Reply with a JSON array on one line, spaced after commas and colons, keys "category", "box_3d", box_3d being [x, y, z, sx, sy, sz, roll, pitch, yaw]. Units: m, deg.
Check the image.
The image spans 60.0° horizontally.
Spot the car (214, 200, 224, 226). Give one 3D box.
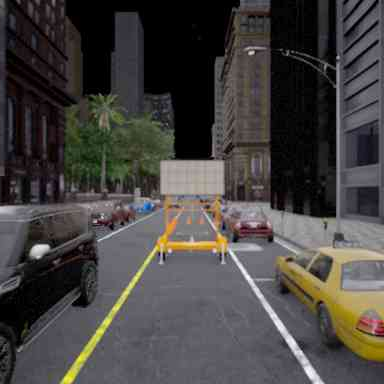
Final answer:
[{"category": "car", "box_3d": [2.782, 1.584, 22.273, 1.967, 1.590, 4.097, 0, 0, 0]}]

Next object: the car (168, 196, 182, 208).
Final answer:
[{"category": "car", "box_3d": [-2.953, 1.867, 54.551, 1.837, 1.490, 4.892, 0, -1, 1]}]

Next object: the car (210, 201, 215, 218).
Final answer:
[{"category": "car", "box_3d": [2.788, 1.725, 27.697, 1.887, 1.381, 4.507, 0, 0, 0]}]

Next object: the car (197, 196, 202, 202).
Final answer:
[{"category": "car", "box_3d": [2.850, 2.092, 81.259, 1.947, 1.339, 4.313, 0, 0, 0]}]

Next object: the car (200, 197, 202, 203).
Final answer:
[{"category": "car", "box_3d": [2.820, 1.927, 54.822, 1.947, 1.339, 4.313, 0, 0, 0]}]

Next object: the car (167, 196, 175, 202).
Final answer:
[{"category": "car", "box_3d": [-5.663, 2.031, 92.129, 1.967, 1.590, 4.097, 0, 0, 0]}]

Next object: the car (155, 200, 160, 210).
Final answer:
[{"category": "car", "box_3d": [-5.718, 1.730, 43.998, 1.967, 1.590, 4.097, 0, 0, 0]}]

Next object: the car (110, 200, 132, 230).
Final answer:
[{"category": "car", "box_3d": [-5.743, 1.459, 22.295, 2.192, 1.841, 5.009, 0, 0, 0]}]

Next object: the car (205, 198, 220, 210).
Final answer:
[{"category": "car", "box_3d": [2.801, 1.781, 38.717, 1.752, 1.417, 4.829, 0, 0, 0]}]

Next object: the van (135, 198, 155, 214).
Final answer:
[{"category": "van", "box_3d": [-5.725, 1.595, 38.573, 1.690, 1.788, 3.998, 0, 0, 0]}]

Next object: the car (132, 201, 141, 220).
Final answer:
[{"category": "car", "box_3d": [-5.736, 1.725, 27.719, 1.887, 1.381, 4.507, 0, 0, 0]}]

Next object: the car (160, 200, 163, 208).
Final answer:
[{"category": "car", "box_3d": [-5.706, 1.942, 54.850, 1.802, 1.307, 4.206, 0, 0, 0]}]

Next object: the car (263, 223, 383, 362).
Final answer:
[{"category": "car", "box_3d": [2.765, 1.565, 6.168, 1.752, 1.417, 4.829, 0, 0, 0]}]

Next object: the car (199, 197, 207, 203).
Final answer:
[{"category": "car", "box_3d": [2.856, 2.125, 86.679, 1.947, 1.339, 4.313, 0, 0, 0]}]

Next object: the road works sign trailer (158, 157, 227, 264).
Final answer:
[{"category": "road works sign trailer", "box_3d": [0.012, 0.542, 12.132, 2.380, 3.560, 2.880, 0, 0, 0]}]

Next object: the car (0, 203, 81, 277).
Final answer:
[{"category": "car", "box_3d": [-5.755, 1.388, 11.443, 2.192, 1.841, 5.009, 0, 0, 0]}]

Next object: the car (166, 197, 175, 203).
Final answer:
[{"category": "car", "box_3d": [-5.669, 2.109, 86.708, 2.008, 1.369, 4.403, 0, 0, 0]}]

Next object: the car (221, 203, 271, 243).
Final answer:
[{"category": "car", "box_3d": [2.776, 1.548, 16.848, 1.967, 1.590, 4.097, 0, 0, 0]}]

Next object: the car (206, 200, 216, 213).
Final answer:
[{"category": "car", "box_3d": [2.795, 1.768, 33.122, 2.008, 1.369, 4.403, 0, 0, 0]}]

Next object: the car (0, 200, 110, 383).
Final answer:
[{"category": "car", "box_3d": [-3.096, 1.254, 5.184, 2.150, 2.045, 5.566, 0, 0, 0]}]

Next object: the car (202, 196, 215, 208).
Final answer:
[{"category": "car", "box_3d": [2.807, 1.605, 43.974, 2.192, 1.841, 5.009, 0, 0, 0]}]
